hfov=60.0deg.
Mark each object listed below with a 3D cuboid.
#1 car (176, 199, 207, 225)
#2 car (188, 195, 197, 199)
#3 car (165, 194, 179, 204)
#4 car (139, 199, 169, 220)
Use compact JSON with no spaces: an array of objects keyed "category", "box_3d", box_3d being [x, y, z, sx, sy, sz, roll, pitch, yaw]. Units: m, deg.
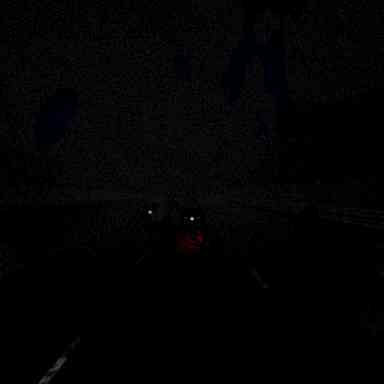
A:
[{"category":"car","box_3d":[0.009,1.554,24.690,1.837,1.490,4.892,0,0,0]},{"category":"car","box_3d":[0.041,1.678,81.796,1.837,1.490,4.892,0,0,0]},{"category":"car","box_3d":[-3.371,1.348,56.500,2.150,2.045,5.566,0,0,0]},{"category":"car","box_3d":[-3.387,1.624,29.087,1.994,1.385,4.181,0,0,0]}]
